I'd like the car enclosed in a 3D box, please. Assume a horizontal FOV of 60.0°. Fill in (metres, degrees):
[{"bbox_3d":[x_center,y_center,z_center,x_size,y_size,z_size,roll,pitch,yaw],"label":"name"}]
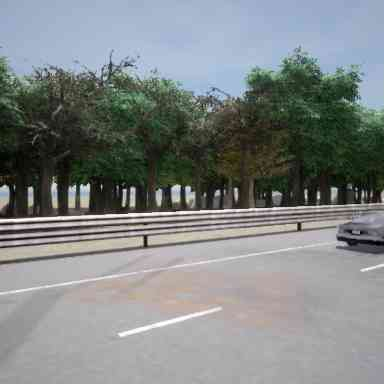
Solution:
[{"bbox_3d":[8.269,1.563,14.067,5.357,1.411,2.033,0,0,-35],"label":"car"}]
